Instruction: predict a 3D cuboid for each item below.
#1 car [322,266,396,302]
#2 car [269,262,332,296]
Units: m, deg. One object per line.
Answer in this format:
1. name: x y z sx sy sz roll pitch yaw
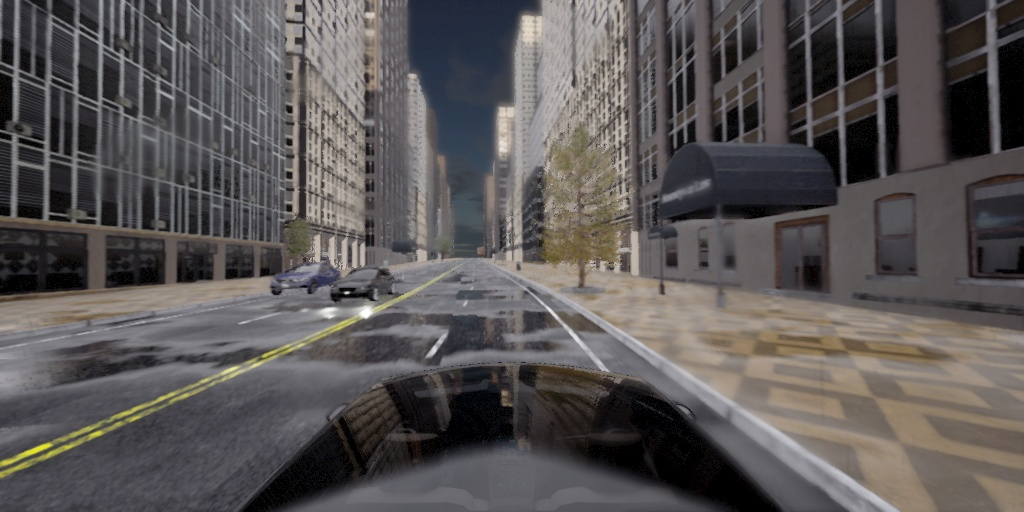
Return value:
1. car: -7.008 1.308 17.351 1.837 1.490 4.892 0 0 -3
2. car: -10.309 1.062 18.352 1.812 1.442 4.674 0 0 -4
